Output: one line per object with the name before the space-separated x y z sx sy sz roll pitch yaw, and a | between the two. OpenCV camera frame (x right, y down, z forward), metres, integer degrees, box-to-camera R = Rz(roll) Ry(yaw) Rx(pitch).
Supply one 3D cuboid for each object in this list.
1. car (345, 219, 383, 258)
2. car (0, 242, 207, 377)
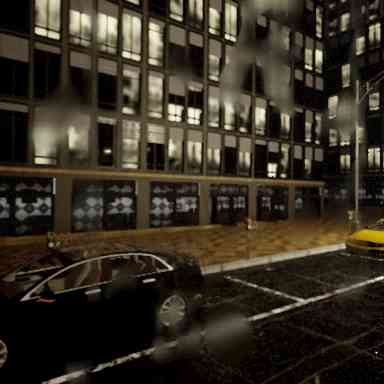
car | 7.285 1.484 11.736 4.829 1.417 1.752 0 1 -35
car | -1.789 1.546 5.269 4.403 1.369 2.008 0 1 -35
